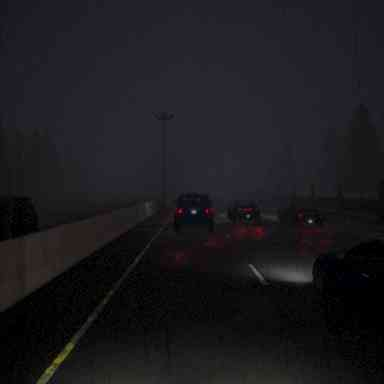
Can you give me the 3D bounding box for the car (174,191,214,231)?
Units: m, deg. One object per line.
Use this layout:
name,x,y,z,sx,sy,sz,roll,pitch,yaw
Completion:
car,0.097,1.088,19.618,2.150,2.045,5.566,0,0,0

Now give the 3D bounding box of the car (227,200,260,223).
car,3.595,1.330,23.723,2.128,1.511,4.902,0,0,0

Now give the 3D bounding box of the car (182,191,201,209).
car,-0.114,0.943,41.001,2.150,2.045,5.566,0,0,-2

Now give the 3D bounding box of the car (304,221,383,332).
car,3.599,1.487,5.503,1.812,1.442,4.674,0,0,0

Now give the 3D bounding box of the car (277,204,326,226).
car,7.097,1.450,22.133,1.895,1.301,4.718,0,0,0

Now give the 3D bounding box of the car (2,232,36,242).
car,-7.101,1.147,10.884,2.150,2.045,5.566,0,0,0
